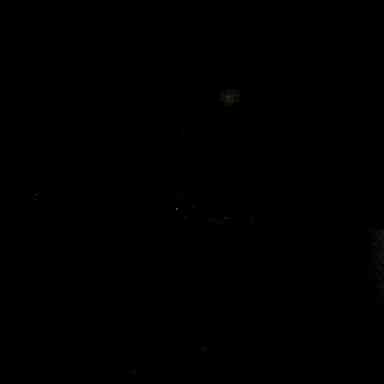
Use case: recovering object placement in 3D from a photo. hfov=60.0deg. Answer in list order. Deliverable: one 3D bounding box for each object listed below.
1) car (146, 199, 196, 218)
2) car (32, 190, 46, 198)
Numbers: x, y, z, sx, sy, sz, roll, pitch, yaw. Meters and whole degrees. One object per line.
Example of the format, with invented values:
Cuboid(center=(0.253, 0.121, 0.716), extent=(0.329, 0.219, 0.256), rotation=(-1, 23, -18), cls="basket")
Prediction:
Cuboid(center=(-1.750, 1.227, 26.066), extent=(1.895, 1.301, 4.718), rotation=(-1, 2, -36), cls="car")
Cuboid(center=(-30.121, 0.393, 65.310), extent=(1.882, 1.535, 5.008), rotation=(-1, 2, -36), cls="car")
